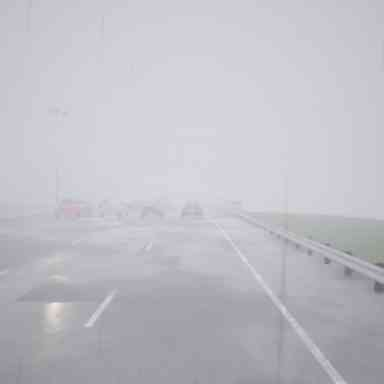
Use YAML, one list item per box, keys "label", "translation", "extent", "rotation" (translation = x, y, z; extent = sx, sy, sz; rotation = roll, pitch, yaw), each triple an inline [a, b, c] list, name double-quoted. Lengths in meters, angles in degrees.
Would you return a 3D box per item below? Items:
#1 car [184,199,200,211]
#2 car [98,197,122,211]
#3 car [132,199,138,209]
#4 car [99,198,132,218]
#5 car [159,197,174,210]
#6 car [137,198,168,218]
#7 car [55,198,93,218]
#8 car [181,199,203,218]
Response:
- label: "car"
  translation: [0.056, 1.586, 42.989]
  extent: [1.994, 1.385, 4.181]
  rotation: [0, 0, 1]
- label: "car"
  translation: [-10.450, 1.510, 42.544]
  extent: [1.837, 1.490, 4.892]
  rotation: [0, 1, 1]
- label: "car"
  translation: [-6.950, 1.574, 42.623]
  extent: [1.994, 1.385, 4.181]
  rotation: [0, 0, 1]
- label: "car"
  translation: [-6.981, 1.529, 30.049]
  extent: [1.812, 1.442, 4.674]
  rotation: [0, 0, 0]
- label: "car"
  translation: [-3.447, 1.366, 42.706]
  extent: [2.097, 1.767, 4.553]
  rotation: [0, 0, 1]
- label: "car"
  translation: [-3.482, 1.536, 29.972]
  extent: [1.812, 1.442, 4.674]
  rotation: [0, 0, 0]
- label: "car"
  translation: [-10.482, 1.349, 29.916]
  extent: [2.097, 1.767, 4.553]
  rotation: [0, 0, 0]
- label: "car"
  translation: [0.023, 1.580, 30.527]
  extent: [1.994, 1.385, 4.181]
  rotation: [0, 0, 0]
